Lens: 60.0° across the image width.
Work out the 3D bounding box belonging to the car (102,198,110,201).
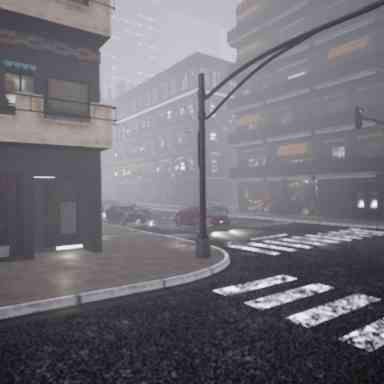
[{"bbox_3d":[-11.449,1.537,37.776,1.837,1.490,4.892,-1,1,-36],"label":"car"}]

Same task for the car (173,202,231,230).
[{"bbox_3d":[0.555,1.583,21.217,1.994,1.385,4.181,-1,1,-36],"label":"car"}]

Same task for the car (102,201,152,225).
[{"bbox_3d":[-4.994,1.624,24.667,1.947,1.339,4.313,-1,1,-36],"label":"car"}]

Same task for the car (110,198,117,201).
[{"bbox_3d":[-11.730,1.505,47.365,1.887,1.381,4.507,-1,1,-36],"label":"car"}]
